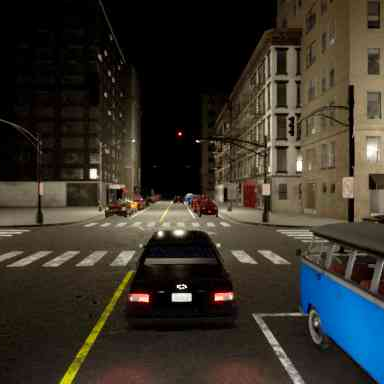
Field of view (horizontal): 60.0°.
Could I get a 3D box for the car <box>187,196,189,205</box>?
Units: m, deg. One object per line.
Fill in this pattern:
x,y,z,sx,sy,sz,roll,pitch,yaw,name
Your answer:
0.692,1.544,46.758,1.887,1.381,4.507,0,0,-2,car

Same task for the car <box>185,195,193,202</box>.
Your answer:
-0.704,1.514,79.355,1.752,1.417,4.829,0,0,-2,car

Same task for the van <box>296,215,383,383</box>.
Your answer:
2.537,1.341,3.689,1.690,1.788,3.998,0,0,-2,van

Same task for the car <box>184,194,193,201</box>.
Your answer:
-0.928,1.427,84.589,1.967,1.590,4.097,0,0,-2,car

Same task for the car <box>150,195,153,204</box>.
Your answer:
-7.557,1.564,51.819,1.947,1.339,4.313,0,0,-2,car

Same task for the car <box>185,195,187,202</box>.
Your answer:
0.229,1.562,57.567,1.947,1.339,4.313,0,0,-2,car

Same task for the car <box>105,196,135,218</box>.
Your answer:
-6.631,1.440,30.201,1.967,1.590,4.097,0,0,-2,car

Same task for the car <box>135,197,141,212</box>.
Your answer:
-6.856,1.526,35.435,1.752,1.417,4.829,0,0,-2,car

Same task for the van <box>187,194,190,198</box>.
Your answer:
0.461,1.339,52.163,1.690,1.788,3.998,0,0,-2,van

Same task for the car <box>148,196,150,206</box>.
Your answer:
-7.319,1.525,46.245,1.752,1.417,4.829,0,0,-2,car

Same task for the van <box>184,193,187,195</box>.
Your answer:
-0.465,1.332,73.780,1.690,1.788,3.998,0,0,-2,van

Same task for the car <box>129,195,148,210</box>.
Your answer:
-7.094,1.315,41.010,2.192,1.841,5.009,0,0,-2,car

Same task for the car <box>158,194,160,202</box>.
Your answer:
-8.252,1.558,68.033,1.947,1.339,4.313,0,0,-2,car

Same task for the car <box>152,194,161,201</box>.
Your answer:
-8.946,1.427,84.246,1.967,1.590,4.097,0,0,-2,car

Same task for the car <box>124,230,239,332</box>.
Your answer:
-0.256,1.547,7.245,2.033,1.411,5.357,0,0,-2,car

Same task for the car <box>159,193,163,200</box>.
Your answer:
-8.715,1.304,78.842,2.192,1.841,5.009,0,0,-2,car

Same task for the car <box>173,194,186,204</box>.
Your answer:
-2.480,1.521,61.340,1.812,1.442,4.674,0,0,-3,car

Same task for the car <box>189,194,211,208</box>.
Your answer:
1.155,1.315,35.949,2.192,1.841,5.009,0,0,-2,car

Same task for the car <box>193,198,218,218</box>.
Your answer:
1.386,1.545,30.544,1.887,1.381,4.507,0,0,-2,car

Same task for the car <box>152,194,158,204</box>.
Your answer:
-8.020,1.545,62.629,2.008,1.369,4.403,0,0,-2,car
